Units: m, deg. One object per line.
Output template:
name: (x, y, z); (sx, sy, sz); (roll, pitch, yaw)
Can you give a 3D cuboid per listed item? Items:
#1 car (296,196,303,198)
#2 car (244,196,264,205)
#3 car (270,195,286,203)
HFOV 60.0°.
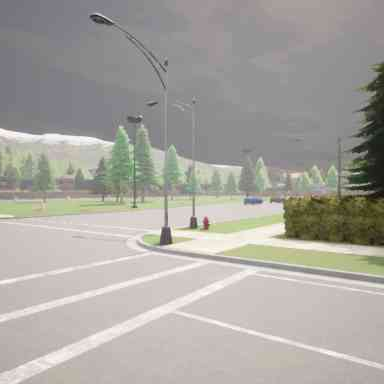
car: (18.739, 1.478, 57.148); (1.882, 1.535, 5.008); (0, 0, 36)
car: (10.878, 1.478, 58.220); (1.882, 1.535, 5.008); (0, 0, 36)
car: (17.518, 1.353, 67.408); (2.097, 1.767, 4.553); (0, 0, 36)
